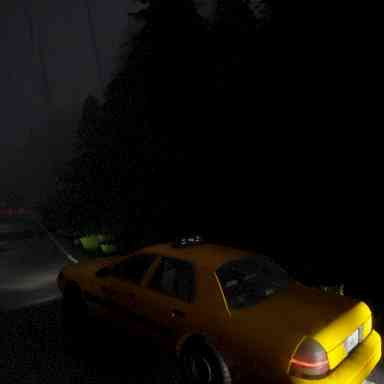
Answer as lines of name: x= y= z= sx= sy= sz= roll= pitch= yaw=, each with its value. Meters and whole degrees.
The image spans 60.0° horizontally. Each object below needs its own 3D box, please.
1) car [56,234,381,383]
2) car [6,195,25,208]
car: x=-0.250 y=1.418 z=5.069 sx=5.366 sy=1.575 sz=1.801 roll=1 pitch=1 yaw=44
car: x=-21.185 y=1.060 z=40.015 sx=2.128 sy=1.511 sz=4.902 roll=-2 pitch=2 yaw=-27
